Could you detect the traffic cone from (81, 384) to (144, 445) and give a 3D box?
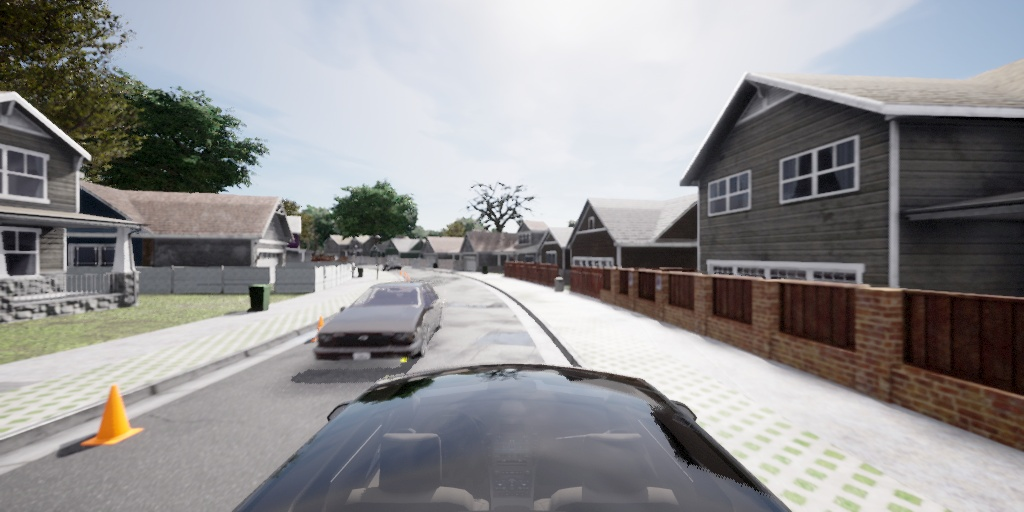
[{"bbox_3d":[-4.452,1.733,4.008,0.340,0.580,0.340,0,0,-2],"label":"traffic cone"}]

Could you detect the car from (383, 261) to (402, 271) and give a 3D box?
[{"bbox_3d":[-18.382,1.484,55.021,1.837,1.490,4.892,0,0,-35],"label":"car"}]

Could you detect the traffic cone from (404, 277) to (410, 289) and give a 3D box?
[{"bbox_3d":[-6.935,1.865,23.357,0.340,0.580,0.340,0,0,-13],"label":"traffic cone"}]

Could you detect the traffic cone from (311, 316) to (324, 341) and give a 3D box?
[{"bbox_3d":[-4.732,1.779,8.883,0.340,0.580,0.340,0,0,-5],"label":"traffic cone"}]

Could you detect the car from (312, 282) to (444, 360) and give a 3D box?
[{"bbox_3d":[-2.799,1.367,8.860,2.033,1.411,5.357,0,0,-4],"label":"car"}]

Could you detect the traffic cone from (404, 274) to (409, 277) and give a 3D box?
[{"bbox_3d":[-8.117,1.877,28.096,0.340,0.580,0.340,0,0,-15],"label":"traffic cone"}]

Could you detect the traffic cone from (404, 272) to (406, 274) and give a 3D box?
[{"bbox_3d":[-9.519,1.886,32.774,0.340,0.580,0.340,0,0,-18],"label":"traffic cone"}]
